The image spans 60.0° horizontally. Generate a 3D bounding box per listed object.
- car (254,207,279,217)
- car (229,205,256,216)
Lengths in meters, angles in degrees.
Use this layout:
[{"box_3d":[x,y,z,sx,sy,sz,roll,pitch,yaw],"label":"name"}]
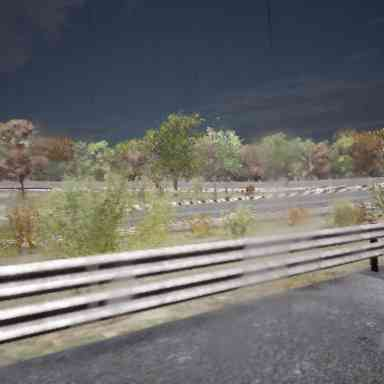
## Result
[{"box_3d":[11.426,3.327,52.011,4.181,1.385,1.994,-4,2,-21],"label":"car"},{"box_3d":[8.812,3.210,58.505,4.181,1.385,1.994,-4,2,-21],"label":"car"}]
